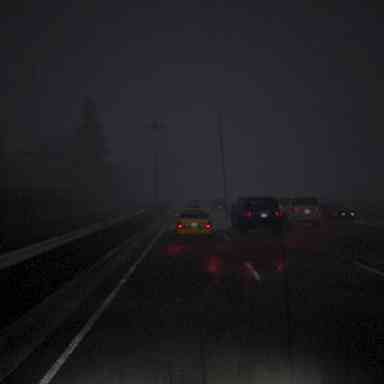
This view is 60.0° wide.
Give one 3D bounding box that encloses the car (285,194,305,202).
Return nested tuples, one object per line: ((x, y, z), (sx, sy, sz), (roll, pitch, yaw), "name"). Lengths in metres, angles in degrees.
((22.922, 1.355, 74.084), (3.866, 1.878, 1.905), (0, 0, 0), "car")

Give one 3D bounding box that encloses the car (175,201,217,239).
((0.100, 1.489, 17.605), (1.801, 1.575, 5.366), (0, 0, 0), "car")

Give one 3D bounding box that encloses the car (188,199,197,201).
((0.101, 1.649, 44.862), (1.994, 1.385, 4.181), (0, 0, 0), "car")

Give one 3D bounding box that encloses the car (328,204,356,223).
((10.598, 1.597, 25.736), (2.033, 1.411, 5.357), (0, 0, 0), "car")

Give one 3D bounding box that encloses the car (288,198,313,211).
((14.103, 1.609, 43.550), (1.812, 1.442, 4.674), (0, 0, 0), "car")

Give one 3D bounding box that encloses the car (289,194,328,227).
((7.101, 1.267, 23.169), (2.150, 2.045, 5.566), (0, 0, 0), "car")

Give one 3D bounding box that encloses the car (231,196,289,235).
((3.600, 1.259, 19.286), (2.150, 2.045, 5.566), (0, 0, 0), "car")

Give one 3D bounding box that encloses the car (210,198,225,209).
((3.601, 1.594, 46.593), (1.837, 1.490, 4.892), (0, 0, 0), "car")
